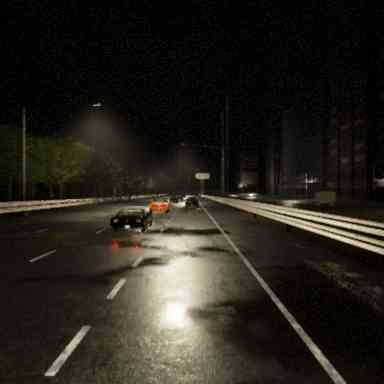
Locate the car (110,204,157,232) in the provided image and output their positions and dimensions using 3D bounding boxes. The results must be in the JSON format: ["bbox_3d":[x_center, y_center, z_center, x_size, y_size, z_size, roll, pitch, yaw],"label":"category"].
[{"bbox_3d":[-3.512,1.613,20.310,1.895,1.301,4.718,0,0,0],"label":"car"}]

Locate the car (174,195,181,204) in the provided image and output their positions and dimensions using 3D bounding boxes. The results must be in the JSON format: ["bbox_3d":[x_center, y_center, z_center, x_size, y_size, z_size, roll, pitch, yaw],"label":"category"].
[{"bbox_3d":[-3.703,1.635,67.937,1.837,1.490,4.892,0,0,0],"label":"car"}]

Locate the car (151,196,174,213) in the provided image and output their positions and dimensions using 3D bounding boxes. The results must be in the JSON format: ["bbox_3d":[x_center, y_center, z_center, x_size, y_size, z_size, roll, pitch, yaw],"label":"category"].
[{"bbox_3d":[-3.556,1.393,37.917,2.097,1.767,4.553,0,0,0],"label":"car"}]

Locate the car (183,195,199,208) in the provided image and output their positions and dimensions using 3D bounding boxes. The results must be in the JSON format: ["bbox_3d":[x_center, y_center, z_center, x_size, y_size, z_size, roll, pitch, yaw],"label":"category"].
[{"bbox_3d":[0.006,1.565,48.017,1.837,1.490,4.892,0,0,0],"label":"car"}]
